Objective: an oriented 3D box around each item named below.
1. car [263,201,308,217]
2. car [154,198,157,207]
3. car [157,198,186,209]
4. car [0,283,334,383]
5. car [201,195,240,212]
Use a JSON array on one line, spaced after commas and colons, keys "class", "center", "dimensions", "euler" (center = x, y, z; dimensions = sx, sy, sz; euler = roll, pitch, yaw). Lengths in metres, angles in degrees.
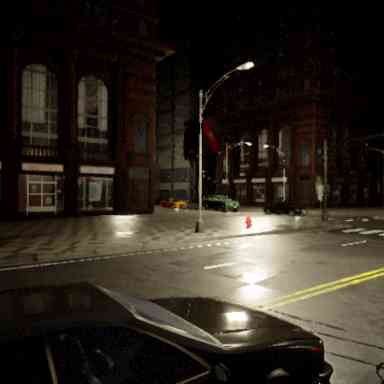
[{"class": "car", "center": [8.975, 1.644, 32.314], "dimensions": [1.812, 1.442, 4.674], "euler": [1, -1, -35]}, {"class": "car", "center": [-6.290, 1.769, 59.253], "dimensions": [1.882, 1.535, 5.008], "euler": [1, -1, -35]}, {"class": "car", "center": [-2.751, 1.688, 48.784], "dimensions": [1.882, 1.535, 5.008], "euler": [1, -1, -35]}, {"class": "car", "center": [-1.147, 1.547, 2.631], "dimensions": [5.357, 1.411, 2.033], "euler": [0, 0, -35]}, {"class": "car", "center": [3.315, 1.385, 40.266], "dimensions": [2.150, 2.045, 5.566], "euler": [1, -1, -36]}]
